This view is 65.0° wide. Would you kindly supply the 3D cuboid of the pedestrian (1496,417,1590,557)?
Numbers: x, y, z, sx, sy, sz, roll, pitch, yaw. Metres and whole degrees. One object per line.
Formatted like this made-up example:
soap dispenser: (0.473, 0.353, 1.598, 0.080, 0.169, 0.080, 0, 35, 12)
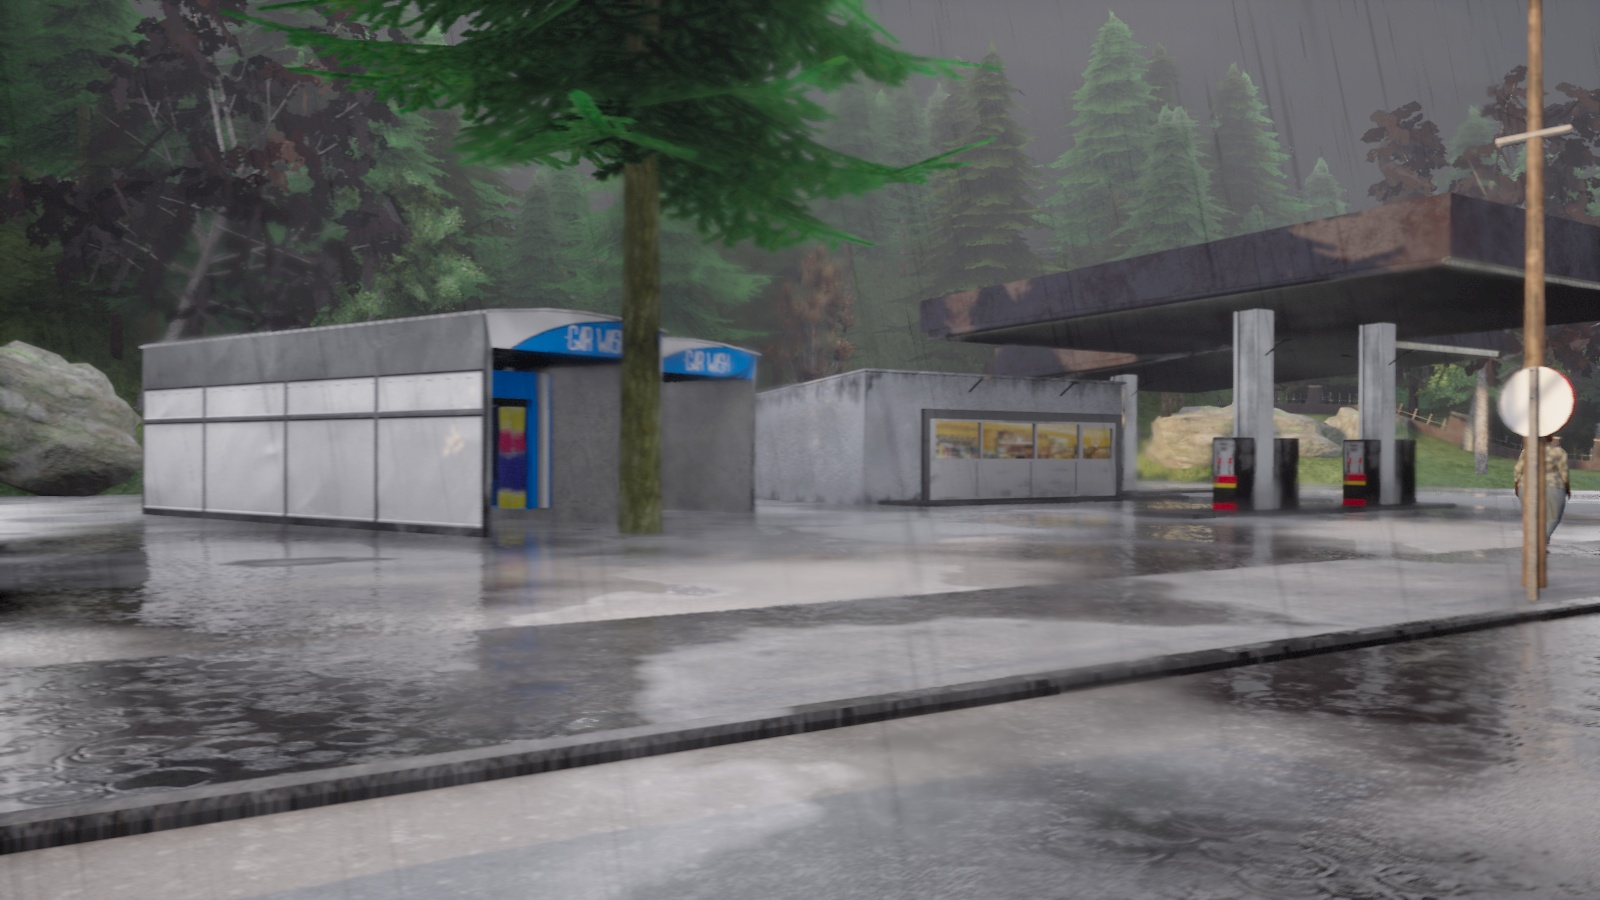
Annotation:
pedestrian: (10.210, 0.492, 17.256, 0.900, 1.855, 0.874, 0, 0, -41)
